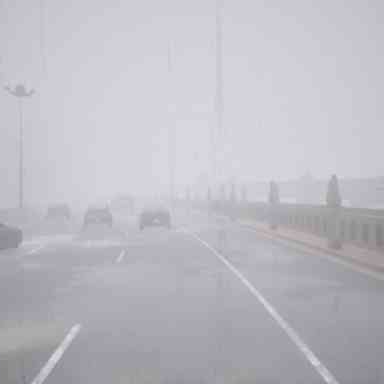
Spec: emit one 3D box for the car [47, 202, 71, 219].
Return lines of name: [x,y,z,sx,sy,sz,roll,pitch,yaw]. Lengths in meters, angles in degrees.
car: [-12.672,1.670,31.782,1.882,1.535,5.008,0,0,-19]

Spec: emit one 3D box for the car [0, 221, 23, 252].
car: [-7.984,1.650,12.392,1.994,1.385,4.181,0,0,-8]

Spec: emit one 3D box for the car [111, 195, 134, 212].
car: [-8.478,1.409,40.334,2.150,2.045,5.566,0,0,-23]

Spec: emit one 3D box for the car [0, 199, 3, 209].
car: [-31.810,1.940,54.056,1.837,1.490,4.892,0,0,-30]

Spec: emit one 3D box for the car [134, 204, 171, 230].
car: [-2.592,1.568,21.865,1.882,1.535,5.008,0,0,-12]

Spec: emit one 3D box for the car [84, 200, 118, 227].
car: [-6.619,1.613,23.740,2.128,1.511,4.902,0,0,-14]
